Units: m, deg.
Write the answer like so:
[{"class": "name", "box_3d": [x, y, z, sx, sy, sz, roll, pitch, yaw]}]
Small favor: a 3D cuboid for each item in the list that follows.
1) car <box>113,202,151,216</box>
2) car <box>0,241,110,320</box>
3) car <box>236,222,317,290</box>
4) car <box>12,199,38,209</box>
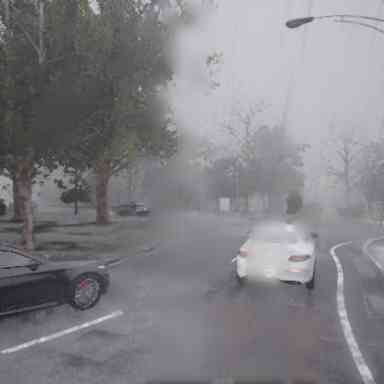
[{"class": "car", "box_3d": [-6.171, 1.662, 33.885, 4.181, 1.385, 1.994, 0, 0, 39]}, {"class": "car", "box_3d": [-3.728, 1.541, 5.866, 1.812, 1.442, 4.674, 1, 0, 44]}, {"class": "car", "box_3d": [2.476, 1.568, 9.322, 1.812, 1.442, 4.674, 0, 0, 20]}, {"class": "car", "box_3d": [-22.557, 1.614, 44.840, 4.674, 1.442, 1.812, 0, 0, 37]}]
